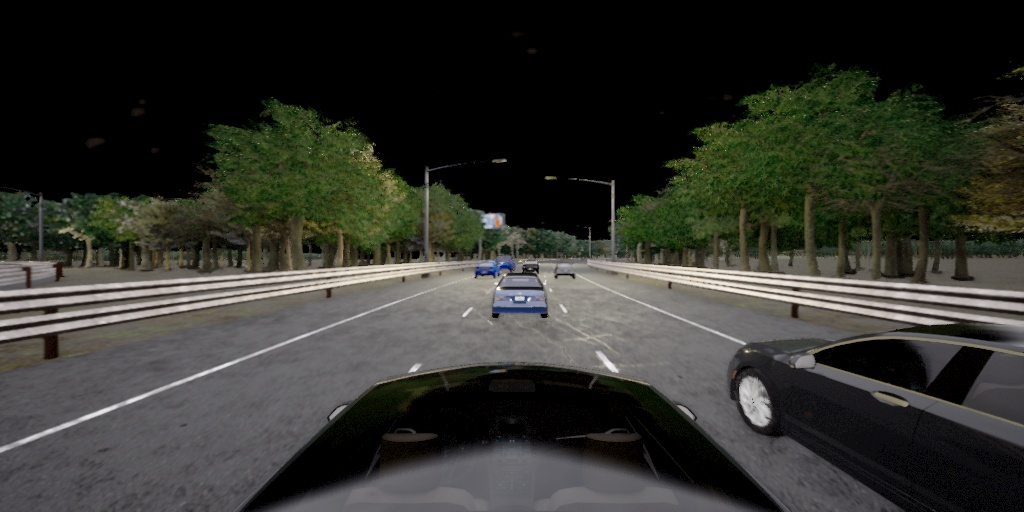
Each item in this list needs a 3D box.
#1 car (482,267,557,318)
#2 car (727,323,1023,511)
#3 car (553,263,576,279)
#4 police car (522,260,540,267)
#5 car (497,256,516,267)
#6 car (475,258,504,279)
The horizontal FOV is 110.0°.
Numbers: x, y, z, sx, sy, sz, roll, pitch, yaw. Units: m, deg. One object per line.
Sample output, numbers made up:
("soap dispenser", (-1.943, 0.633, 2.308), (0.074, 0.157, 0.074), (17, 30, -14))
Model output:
("car", (0.303, 1.297, 13.036), (2.033, 1.411, 5.357), (0, 0, 2))
("car", (3.635, 1.259, 2.574), (1.837, 1.490, 4.892), (0, 0, 0))
("car", (4.811, 1.331, 33.062), (2.033, 1.411, 5.357), (0, 0, 5))
("police car", (2.273, 1.231, 42.235), (1.930, 1.638, 5.238), (0, 0, 6))
("car", (-0.861, 1.038, 46.572), (2.150, 2.045, 5.566), (0, 0, 7))
("car", (-2.184, 1.254, 33.356), (1.882, 1.535, 5.008), (0, 0, 5))
